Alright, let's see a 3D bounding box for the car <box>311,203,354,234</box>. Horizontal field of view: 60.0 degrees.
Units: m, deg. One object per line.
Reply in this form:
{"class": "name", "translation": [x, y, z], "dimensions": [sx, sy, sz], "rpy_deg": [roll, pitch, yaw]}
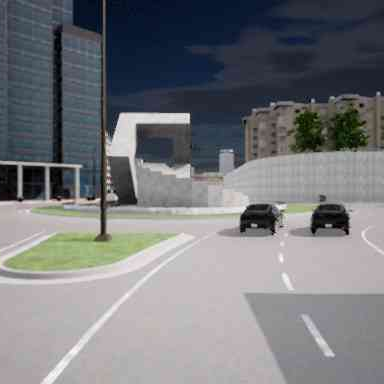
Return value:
{"class": "car", "translation": [7.833, 1.401, 18.586], "dimensions": [1.837, 1.490, 4.892], "rpy_deg": [-1, 0, 27]}

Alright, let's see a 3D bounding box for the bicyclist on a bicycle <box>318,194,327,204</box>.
{"class": "bicyclist on a bicycle", "translation": [21.927, 1.115, 55.346], "dimensions": [1.656, 1.620, 0.582], "rpy_deg": [-6, 12, -28]}

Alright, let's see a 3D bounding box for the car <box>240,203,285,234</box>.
{"class": "car", "translation": [4.024, 1.400, 18.691], "dimensions": [1.837, 1.490, 4.892], "rpy_deg": [-1, 0, 23]}

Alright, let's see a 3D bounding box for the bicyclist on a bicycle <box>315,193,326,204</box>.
{"class": "bicyclist on a bicycle", "translation": [21.591, 1.075, 55.871], "dimensions": [1.656, 1.620, 0.582], "rpy_deg": [-11, 6, -30]}
